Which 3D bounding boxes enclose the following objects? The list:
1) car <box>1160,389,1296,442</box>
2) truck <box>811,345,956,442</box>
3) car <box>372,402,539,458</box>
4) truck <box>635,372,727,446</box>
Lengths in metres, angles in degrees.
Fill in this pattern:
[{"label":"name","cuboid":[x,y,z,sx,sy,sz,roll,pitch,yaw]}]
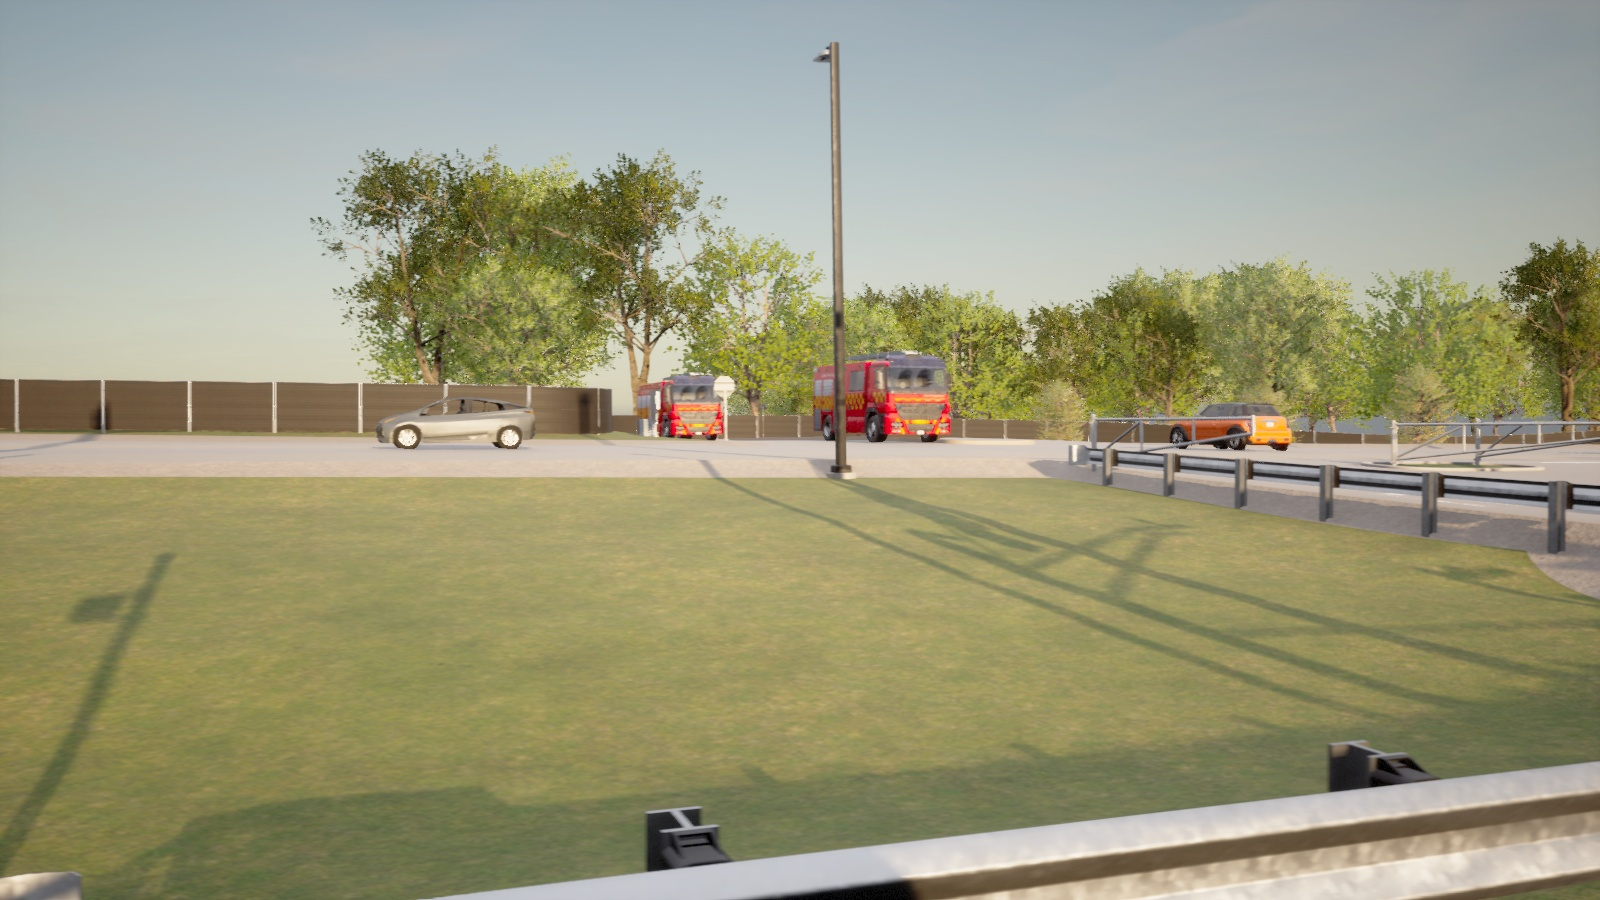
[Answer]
[{"label":"car","cuboid":[15.052,-1.199,44.451,2.097,1.767,4.553,-1,1,-21]},{"label":"truck","cuboid":[3.377,-2.317,53.682,2.891,3.827,8.468,-1,1,-20]},{"label":"car","cuboid":[-10.023,-0.596,36.518,4.514,1.525,2.007,-1,1,-20]},{"label":"truck","cuboid":[-6.833,-2.209,70.753,2.891,3.827,8.468,-2,0,-20]}]
